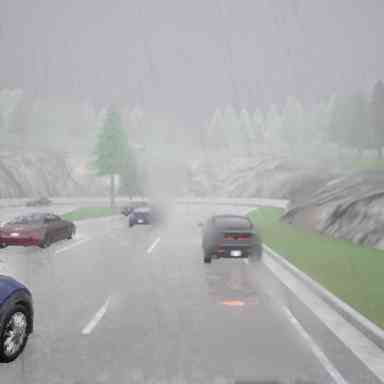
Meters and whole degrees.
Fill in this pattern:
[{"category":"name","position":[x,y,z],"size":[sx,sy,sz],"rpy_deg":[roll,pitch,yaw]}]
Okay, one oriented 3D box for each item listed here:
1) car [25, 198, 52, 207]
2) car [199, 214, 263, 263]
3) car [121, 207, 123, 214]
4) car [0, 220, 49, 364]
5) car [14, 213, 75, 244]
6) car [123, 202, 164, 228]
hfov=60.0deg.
[{"category":"car","position":[-25.722,1.733,55.863],"size":[1.837,1.490,4.892],"rpy_deg":[0,0,17]},{"category":"car","position":[1.302,1.556,12.133],"size":[1.837,1.490,4.892],"rpy_deg":[0,0,0]},{"category":"car","position":[-5.062,1.681,32.755],"size":[2.033,1.411,5.357],"rpy_deg":[0,0,15]},{"category":"car","position":[-3.382,1.367,3.042],"size":[2.097,1.767,4.553],"rpy_deg":[0,0,0]},{"category":"car","position":[-6.789,1.625,14.868],"size":[1.994,1.385,4.181],"rpy_deg":[0,0,1]},{"category":"car","position":[-3.041,1.618,22.662],"size":[1.812,1.442,4.674],"rpy_deg":[0,0,3]}]
